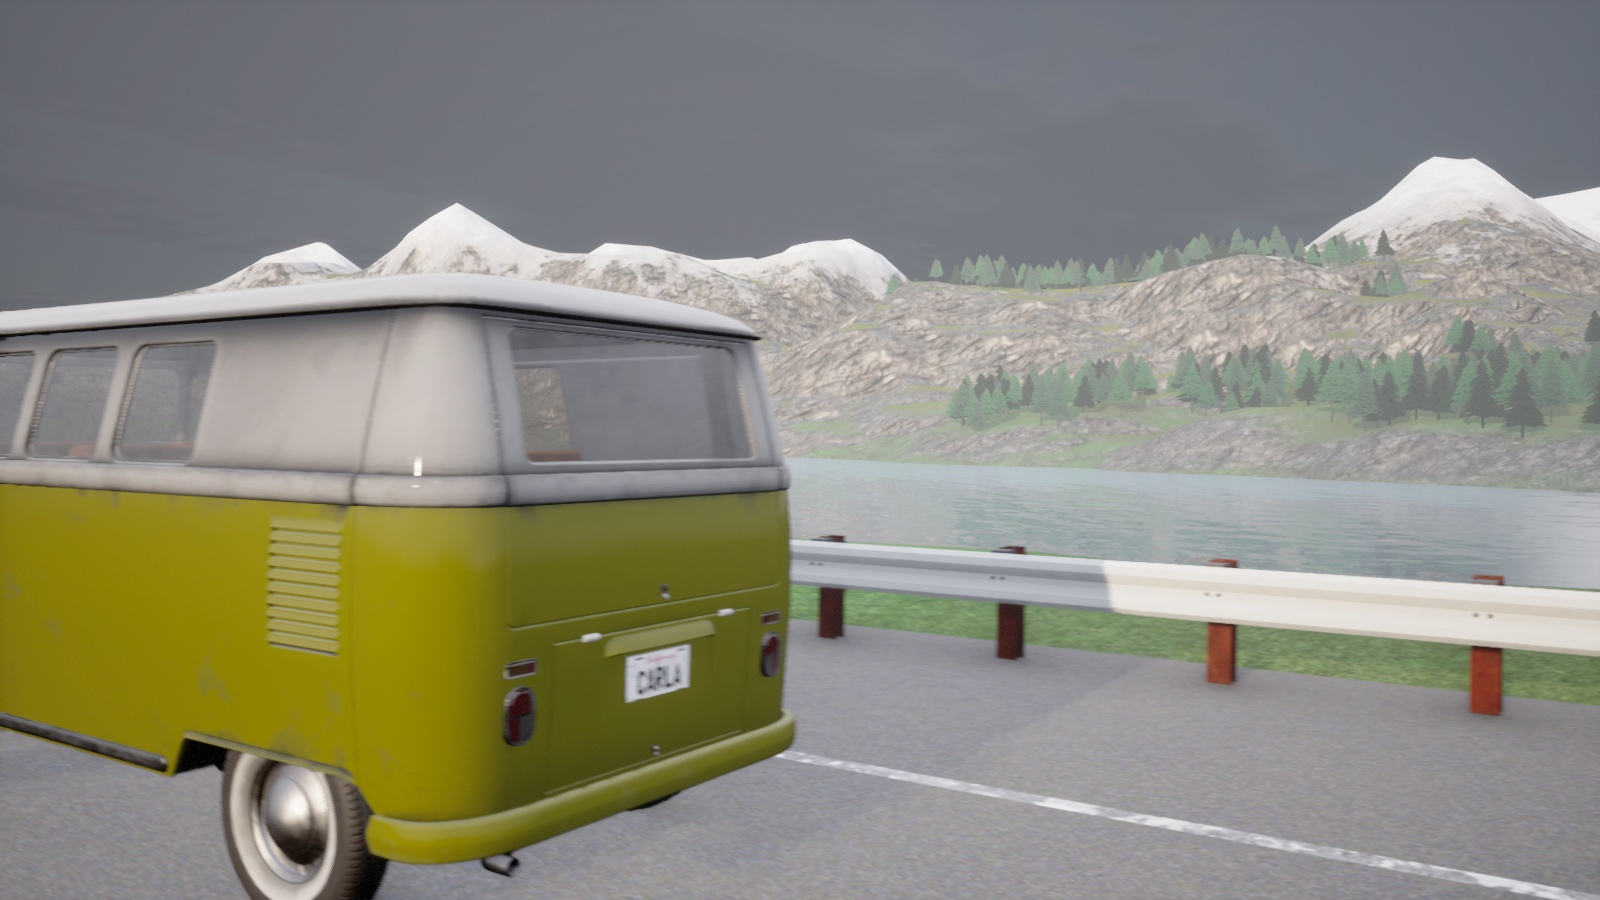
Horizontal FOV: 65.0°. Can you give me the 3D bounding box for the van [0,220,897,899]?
[{"bbox_3d":[-2.006,0.435,4.951,4.442,1.987,1.775,0,1,34],"label":"van"}]
